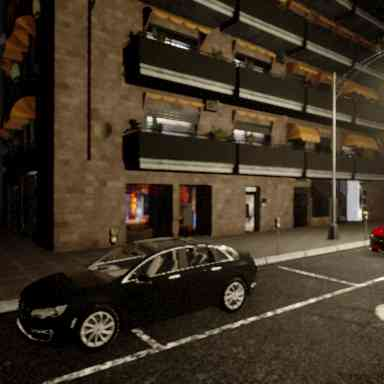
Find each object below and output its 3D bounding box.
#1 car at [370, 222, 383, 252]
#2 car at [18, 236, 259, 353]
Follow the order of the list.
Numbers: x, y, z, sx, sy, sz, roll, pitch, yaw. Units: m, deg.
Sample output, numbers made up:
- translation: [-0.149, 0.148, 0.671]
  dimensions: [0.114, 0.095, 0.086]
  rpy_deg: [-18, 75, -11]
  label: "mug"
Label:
- translation: [8.480, 1.538, 12.604]
  dimensions: [4.507, 1.381, 1.887]
  rpy_deg: [0, 0, -35]
  label: "car"
- translation: [-0.698, 1.550, 6.060]
  dimensions: [4.403, 1.369, 2.008]
  rpy_deg: [0, 0, -35]
  label: "car"
